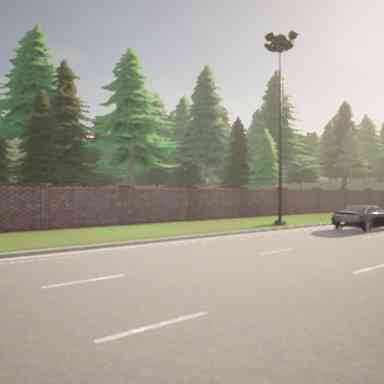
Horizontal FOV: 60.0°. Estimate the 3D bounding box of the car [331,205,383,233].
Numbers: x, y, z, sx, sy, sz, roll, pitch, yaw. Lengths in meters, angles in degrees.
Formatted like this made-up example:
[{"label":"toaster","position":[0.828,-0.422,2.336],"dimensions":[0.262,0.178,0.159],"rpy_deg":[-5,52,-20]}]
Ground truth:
[{"label":"car","position":[10.226,1.493,19.636],"dimensions":[4.902,1.511,2.128],"rpy_deg":[0,0,-35]}]
